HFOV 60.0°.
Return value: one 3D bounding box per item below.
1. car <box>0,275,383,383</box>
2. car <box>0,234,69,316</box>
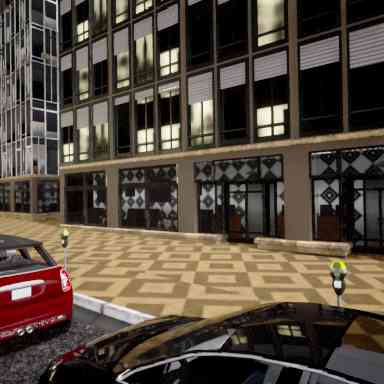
[{"bbox_3d":[0.652,1.566,2.447,4.313,1.339,1.947,0,-1,36],"label":"car"},{"bbox_3d":[-3.924,1.441,5.826,4.097,1.590,1.967,0,-1,37],"label":"car"}]
